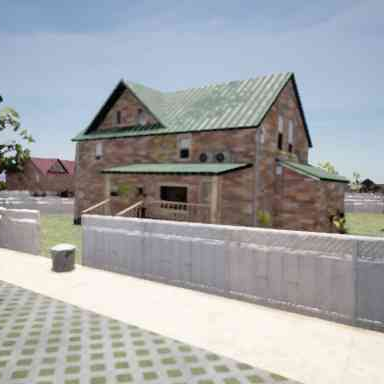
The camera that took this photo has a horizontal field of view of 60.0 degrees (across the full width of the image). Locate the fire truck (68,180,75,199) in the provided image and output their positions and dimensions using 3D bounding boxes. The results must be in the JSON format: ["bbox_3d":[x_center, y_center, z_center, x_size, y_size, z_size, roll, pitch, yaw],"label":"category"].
[{"bbox_3d":[-18.201,-0.328,59.395,2.891,3.827,8.468,3,1,19],"label":"fire truck"}]
